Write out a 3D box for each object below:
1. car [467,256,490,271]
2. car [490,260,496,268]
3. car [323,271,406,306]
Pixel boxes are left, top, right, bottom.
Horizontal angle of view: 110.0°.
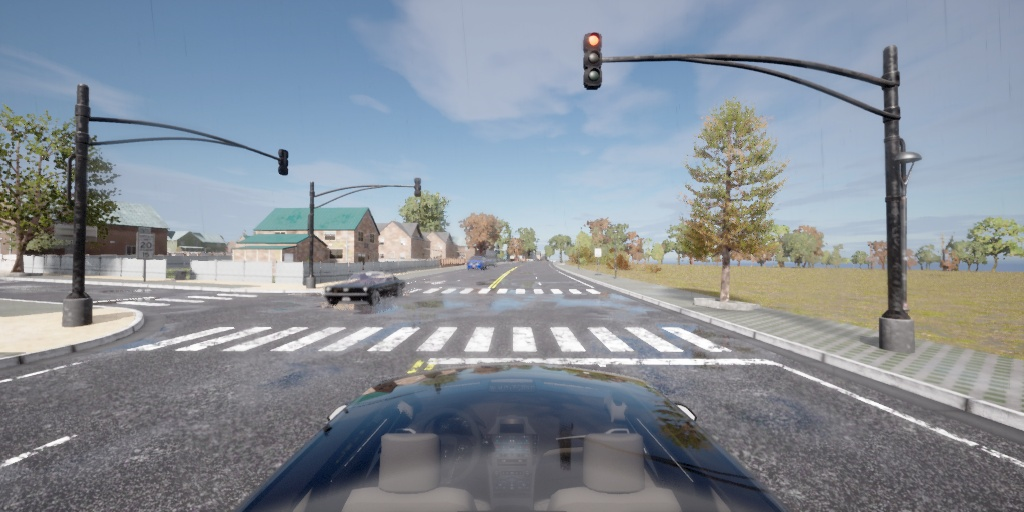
[{"bbox_3d":[-4.996,1.045,51.620,2.150,2.045,5.566,0,0,3],"label":"car"},{"bbox_3d":[-4.108,1.380,65.330,1.994,1.385,4.181,0,0,4],"label":"car"},{"bbox_3d":[-6.346,1.364,15.990,1.895,1.301,4.718,0,0,1],"label":"car"}]
